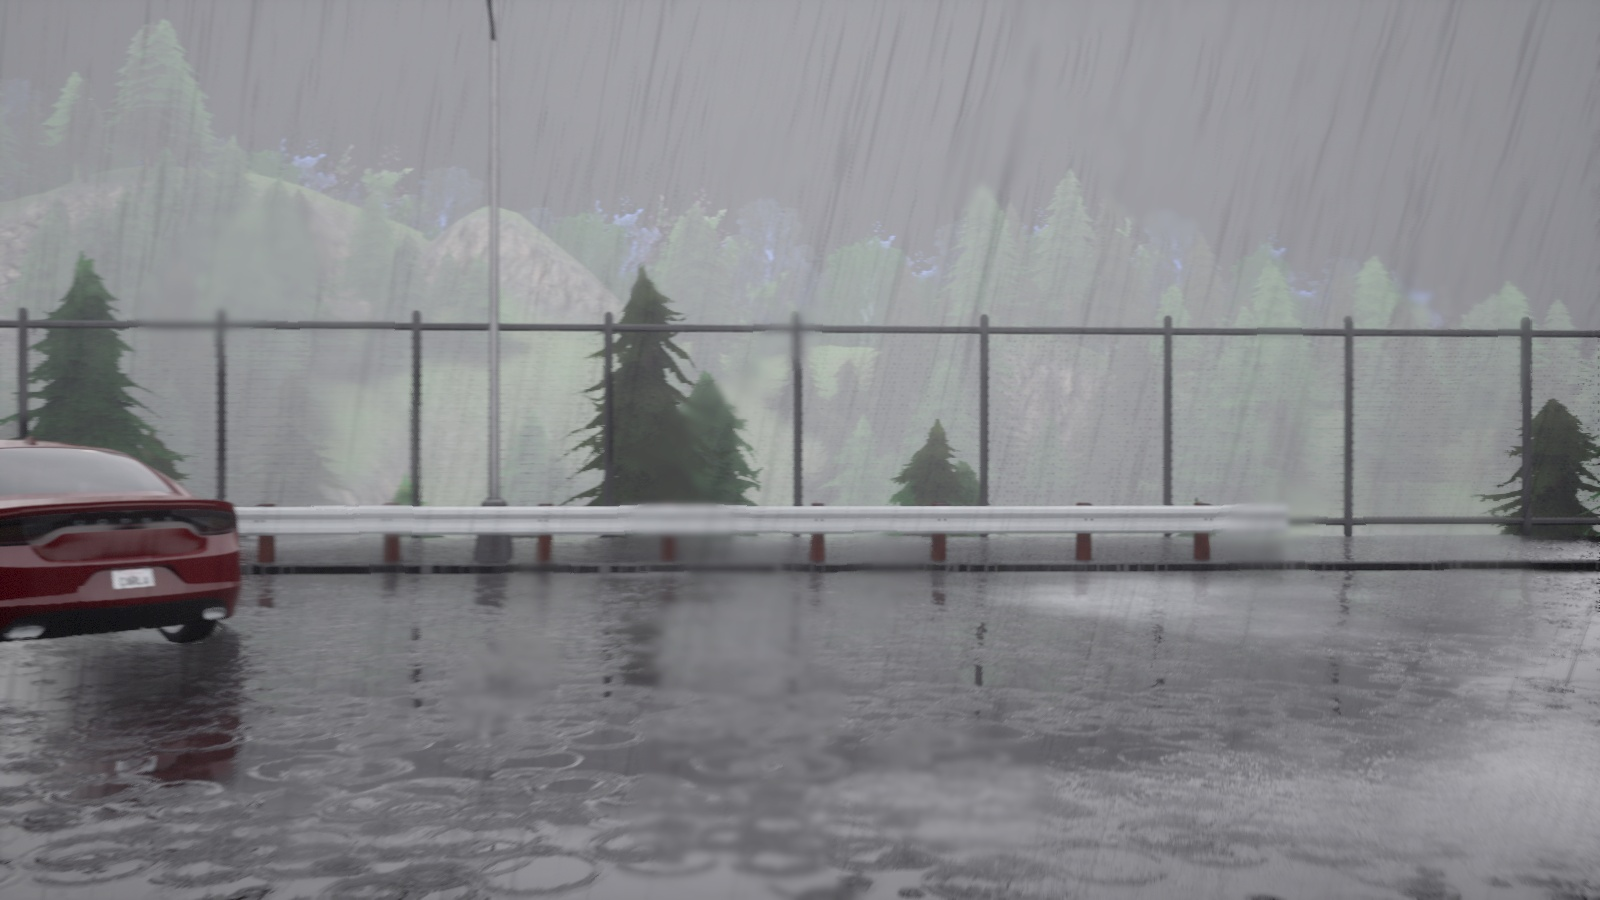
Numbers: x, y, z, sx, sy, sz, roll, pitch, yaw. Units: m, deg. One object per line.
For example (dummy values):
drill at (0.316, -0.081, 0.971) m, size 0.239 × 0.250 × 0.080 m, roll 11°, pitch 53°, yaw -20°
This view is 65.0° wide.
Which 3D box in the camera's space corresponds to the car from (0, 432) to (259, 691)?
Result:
car at (-6.307, 0.649, 9.503) m, size 5.008 × 1.535 × 1.882 m, roll 0°, pitch 0°, yaw 38°
